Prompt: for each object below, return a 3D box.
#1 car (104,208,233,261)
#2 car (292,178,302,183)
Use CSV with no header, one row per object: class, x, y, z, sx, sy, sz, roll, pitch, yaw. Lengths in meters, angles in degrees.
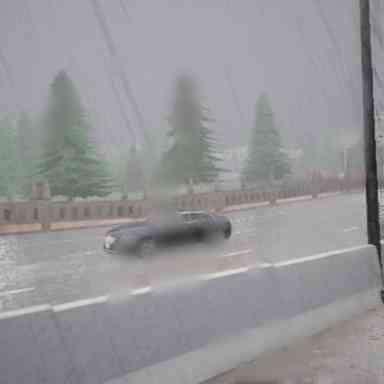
car,-0.714,1.387,12.079,4.902,1.511,2.128,-2,1,-35
car,19.021,-2.164,64.174,2.097,1.767,4.553,-6,3,-35
